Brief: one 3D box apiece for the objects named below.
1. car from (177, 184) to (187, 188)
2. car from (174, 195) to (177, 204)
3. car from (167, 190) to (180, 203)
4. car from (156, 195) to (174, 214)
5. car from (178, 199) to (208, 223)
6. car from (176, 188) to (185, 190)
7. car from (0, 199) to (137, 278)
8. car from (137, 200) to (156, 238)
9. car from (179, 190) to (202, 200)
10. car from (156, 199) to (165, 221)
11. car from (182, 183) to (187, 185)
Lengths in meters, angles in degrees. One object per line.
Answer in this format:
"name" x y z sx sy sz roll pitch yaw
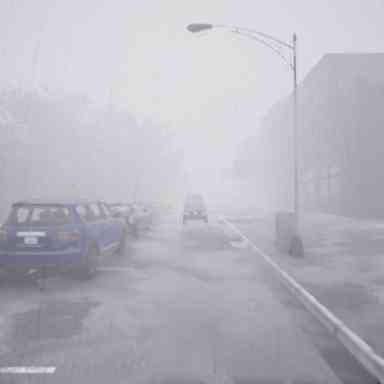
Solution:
"car" -3.196 -0.288 82.098 2.185 1.767 4.553 0 4 3
"car" -3.424 1.443 40.981 2.002 1.452 4.674 0 0 3
"car" -3.326 1.035 54.236 2.185 1.767 4.553 2 2 2
"car" -3.451 1.428 34.844 1.946 1.575 5.366 0 1 3
"car" 0.240 1.520 25.458 2.033 1.411 5.357 0 0 0
"car" -3.238 0.493 70.988 2.231 1.521 4.892 1 3 2
"car" -3.595 1.223 10.338 2.435 2.045 5.566 0 0 3
"car" -3.554 1.346 17.992 2.185 1.767 4.553 0 1 3
"car" 0.035 1.126 42.757 2.150 2.045 5.566 0 1 -8
"car" -3.533 1.517 23.597 2.163 1.488 4.792 -1 1 3
"car" -3.165 -0.636 87.659 2.185 1.767 4.553 0 4 3
